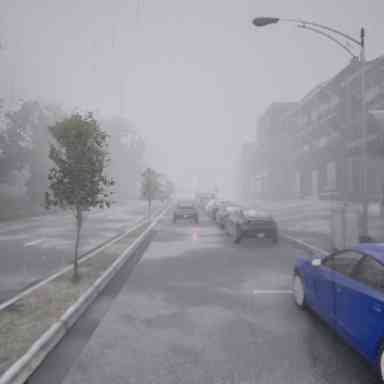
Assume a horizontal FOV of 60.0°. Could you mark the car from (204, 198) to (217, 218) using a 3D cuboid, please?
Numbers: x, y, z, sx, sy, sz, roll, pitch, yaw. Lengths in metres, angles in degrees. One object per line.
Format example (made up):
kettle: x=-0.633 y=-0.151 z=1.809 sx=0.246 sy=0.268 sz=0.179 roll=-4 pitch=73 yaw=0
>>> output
car: x=2.417 y=1.487 z=26.956 sx=2.163 sy=1.488 sz=4.792 roll=0 pitch=0 yaw=-2

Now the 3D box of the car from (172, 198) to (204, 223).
car: x=-0.498 y=1.472 z=25.587 sx=2.128 sy=1.511 sz=4.902 roll=0 pitch=0 yaw=-2

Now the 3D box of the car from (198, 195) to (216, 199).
car: x=2.124 y=1.462 z=38.047 sx=2.163 sy=1.488 sz=4.792 roll=0 pitch=0 yaw=-2

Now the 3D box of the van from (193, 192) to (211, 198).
van: x=1.681 y=1.144 z=54.766 sx=1.878 sy=1.987 sz=4.442 roll=0 pitch=0 yaw=-2

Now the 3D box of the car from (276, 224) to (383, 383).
car: x=3.002 y=1.479 z=4.844 sx=2.097 sy=1.535 sz=5.008 roll=0 pitch=0 yaw=-1

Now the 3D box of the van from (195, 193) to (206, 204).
van: x=1.535 y=1.117 z=60.311 sx=1.878 sy=1.987 sz=4.442 roll=0 pitch=0 yaw=-2

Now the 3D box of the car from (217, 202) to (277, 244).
car: x=2.712 y=1.475 z=15.832 sx=2.231 sy=1.521 sz=4.892 roll=0 pitch=0 yaw=-2

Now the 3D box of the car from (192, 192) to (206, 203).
car: x=1.390 y=1.063 z=65.767 sx=2.435 sy=2.045 sz=5.566 roll=0 pitch=0 yaw=-2

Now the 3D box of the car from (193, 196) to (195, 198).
car: x=-0.956 y=1.500 z=42.902 sx=1.994 sy=1.385 sz=4.181 roll=0 pitch=0 yaw=-2

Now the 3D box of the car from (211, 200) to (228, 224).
car: x=2.566 y=1.507 z=21.381 sx=2.002 sy=1.452 sz=4.674 roll=0 pitch=0 yaw=-2

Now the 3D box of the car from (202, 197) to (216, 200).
car: x=2.273 y=1.486 z=32.470 sx=2.002 sy=1.452 sz=4.674 roll=0 pitch=0 yaw=-2
